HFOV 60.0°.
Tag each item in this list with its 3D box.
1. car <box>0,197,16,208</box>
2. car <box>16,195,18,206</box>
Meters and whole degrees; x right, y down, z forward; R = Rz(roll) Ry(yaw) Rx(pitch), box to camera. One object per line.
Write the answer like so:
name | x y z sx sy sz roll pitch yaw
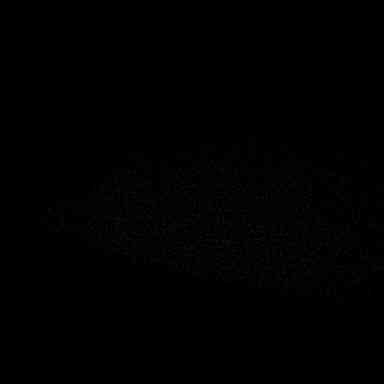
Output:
car | -28.060 1.643 49.522 1.837 1.490 4.892 0 0 -18
car | -29.948 1.688 55.217 1.812 1.442 4.674 0 0 -18
